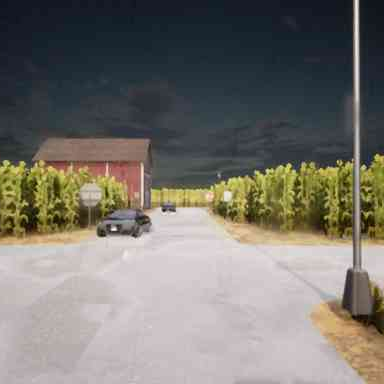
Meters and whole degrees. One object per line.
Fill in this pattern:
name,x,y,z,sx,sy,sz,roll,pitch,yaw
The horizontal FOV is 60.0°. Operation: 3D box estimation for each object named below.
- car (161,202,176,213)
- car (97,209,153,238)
car,-3.127,2.079,45.809,2.033,1.411,5.357,0,-1,0
car,-3.449,1.603,17.692,1.994,1.385,4.181,0,-1,7
